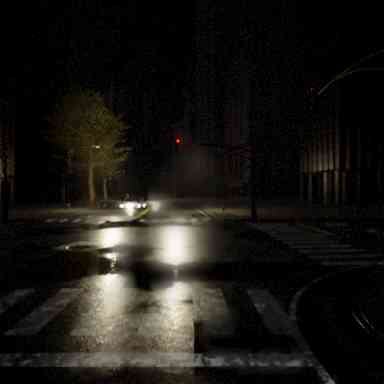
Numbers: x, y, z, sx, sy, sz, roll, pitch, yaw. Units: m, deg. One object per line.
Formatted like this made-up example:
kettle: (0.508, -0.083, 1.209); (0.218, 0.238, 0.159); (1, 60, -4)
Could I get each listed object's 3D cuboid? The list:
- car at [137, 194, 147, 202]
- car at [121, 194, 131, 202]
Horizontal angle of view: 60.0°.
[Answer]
car: (-10.349, 1.264, 68.665); (2.128, 1.511, 4.902); (0, 0, -9)
car: (-13.561, 1.249, 68.174); (2.128, 1.511, 4.902); (0, 0, -9)
